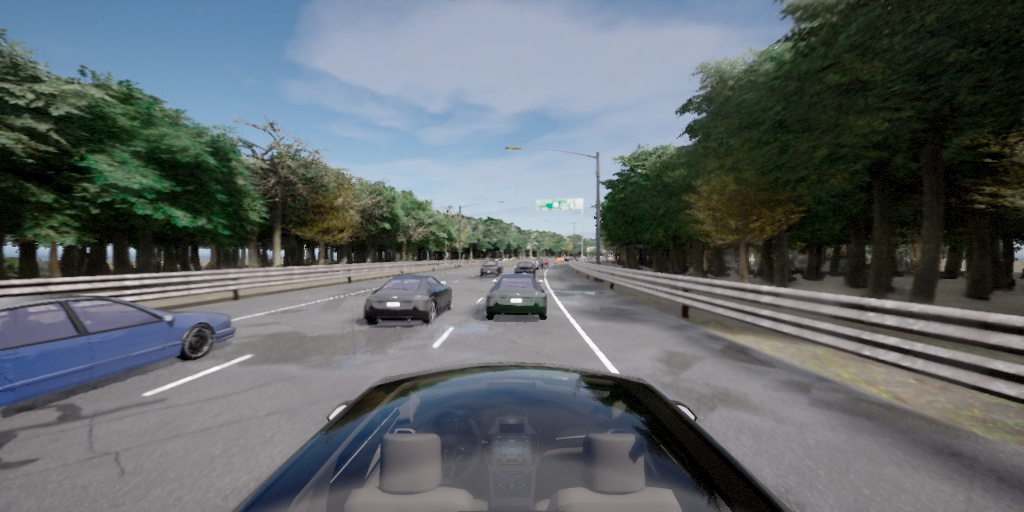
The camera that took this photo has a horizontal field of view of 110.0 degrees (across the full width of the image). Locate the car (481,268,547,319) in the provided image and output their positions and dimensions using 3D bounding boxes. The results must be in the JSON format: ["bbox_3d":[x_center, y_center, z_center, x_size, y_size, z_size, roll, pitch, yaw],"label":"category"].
[{"bbox_3d":[0.192,1.320,12.882,1.994,1.385,4.181,0,0,2],"label":"car"}]

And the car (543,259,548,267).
[{"bbox_3d":[4.348,1.244,60.008,2.128,1.511,4.902,0,0,8],"label":"car"}]

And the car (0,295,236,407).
[{"bbox_3d":[-6.899,1.286,5.216,2.033,1.411,5.357,0,0,1],"label":"car"}]

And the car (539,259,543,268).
[{"bbox_3d":[2.784,1.357,48.111,1.895,1.301,4.718,0,0,7],"label":"car"}]

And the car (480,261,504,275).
[{"bbox_3d":[-1.915,1.243,35.282,2.128,1.511,4.902,0,0,5],"label":"car"}]

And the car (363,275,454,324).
[{"bbox_3d":[-3.230,1.313,11.958,1.994,1.385,4.181,0,0,2],"label":"car"}]

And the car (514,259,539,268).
[{"bbox_3d":[1.229,1.264,32.078,1.837,1.490,4.892,0,0,4],"label":"car"}]
